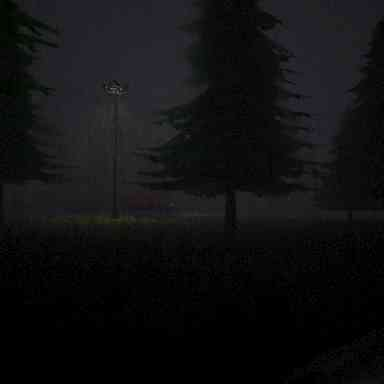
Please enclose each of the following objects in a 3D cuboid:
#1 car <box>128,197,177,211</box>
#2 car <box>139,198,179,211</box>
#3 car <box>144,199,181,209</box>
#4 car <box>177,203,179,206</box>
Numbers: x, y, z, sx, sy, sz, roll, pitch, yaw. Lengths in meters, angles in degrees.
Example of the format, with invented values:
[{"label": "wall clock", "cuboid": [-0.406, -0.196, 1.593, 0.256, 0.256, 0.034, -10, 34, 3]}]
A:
[{"label": "car", "cuboid": [-4.230, 1.416, 33.593, 4.674, 1.442, 1.812, 0, 0, 2]}, {"label": "car", "cuboid": [-4.006, 1.474, 40.589, 4.674, 1.442, 1.812, 0, 0, 2]}, {"label": "car", "cuboid": [-3.865, 1.575, 44.086, 4.718, 1.301, 1.895, 0, 0, 2]}, {"label": "car", "cuboid": [-4.147, 1.276, 37.094, 4.553, 1.767, 2.097, 0, 0, 2]}]
